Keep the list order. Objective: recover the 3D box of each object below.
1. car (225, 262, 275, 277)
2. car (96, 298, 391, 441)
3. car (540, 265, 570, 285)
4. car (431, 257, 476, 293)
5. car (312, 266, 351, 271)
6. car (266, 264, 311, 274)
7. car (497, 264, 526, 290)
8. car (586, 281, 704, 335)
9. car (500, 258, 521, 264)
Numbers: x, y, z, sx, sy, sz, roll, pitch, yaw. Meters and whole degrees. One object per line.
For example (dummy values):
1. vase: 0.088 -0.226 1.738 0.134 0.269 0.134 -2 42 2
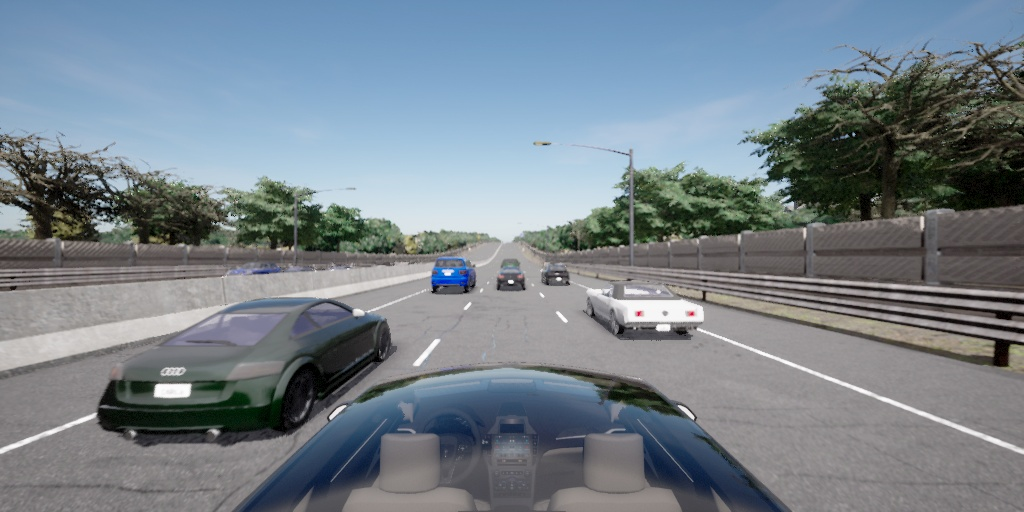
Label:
1. car: -21.198 1.312 29.622 2.097 1.767 4.553 0 0 0
2. car: -3.423 1.336 5.607 1.994 1.385 4.181 0 0 0
3. car: 3.410 1.448 28.656 1.837 1.490 4.892 0 -1 0
4. car: -3.545 1.112 22.408 2.150 2.045 5.566 0 -1 0
5. car: -14.198 1.557 29.642 1.994 1.385 4.181 0 -1 0
6. car: -17.698 1.567 29.617 1.994 1.385 4.181 0 -1 0
7. car: -0.049 1.431 24.067 1.812 1.442 4.674 0 -1 1
8. car: 3.540 1.400 10.630 1.895 1.301 4.718 0 0 0
9. car: -0.176 1.277 40.574 2.150 2.045 5.566 0 0 0
